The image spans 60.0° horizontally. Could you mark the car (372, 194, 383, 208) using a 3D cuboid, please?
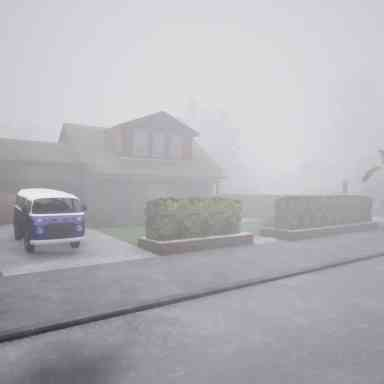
[{"bbox_3d":[24.018,0.986,40.753,3.866,1.878,1.905,0,0,0],"label":"car"}]
